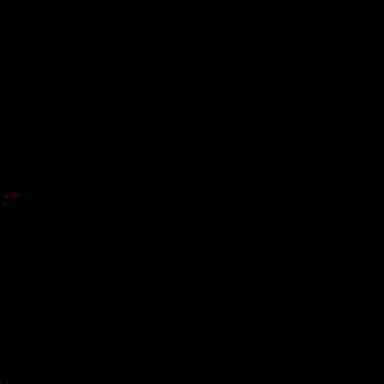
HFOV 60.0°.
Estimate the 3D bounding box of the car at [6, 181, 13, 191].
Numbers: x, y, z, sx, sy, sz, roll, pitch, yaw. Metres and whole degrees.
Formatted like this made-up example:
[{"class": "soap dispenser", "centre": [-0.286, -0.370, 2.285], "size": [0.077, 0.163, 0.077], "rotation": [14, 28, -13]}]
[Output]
[{"class": "car", "centre": [-25.140, -1.001, 43.230], "size": [4.674, 1.442, 1.812], "rotation": [5, 3, 34]}]
